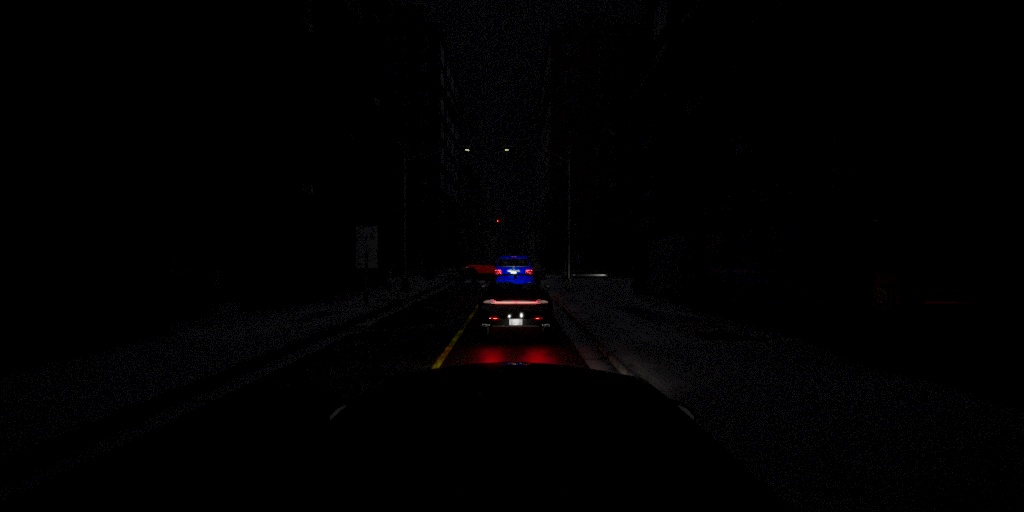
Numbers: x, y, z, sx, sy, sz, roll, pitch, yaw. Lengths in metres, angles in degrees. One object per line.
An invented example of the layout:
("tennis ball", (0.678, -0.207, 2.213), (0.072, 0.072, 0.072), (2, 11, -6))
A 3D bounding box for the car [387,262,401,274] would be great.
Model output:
("car", (-14.651, 1.289, 40.293), (4.313, 1.339, 1.948), (0, 0, 0))

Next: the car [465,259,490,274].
("car", (-2.191, 1.100, 34.757), (4.553, 1.767, 2.097), (0, 0, 0))

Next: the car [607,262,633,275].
("car", (12.166, 1.315, 37.648), (4.181, 1.385, 1.994), (0, 0, 0))

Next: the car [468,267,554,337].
("car", (0.100, 1.241, 10.318), (2.128, 1.511, 4.902), (0, 0, 0))

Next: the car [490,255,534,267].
("car", (0.107, 0.971, 20.630), (2.150, 2.045, 5.566), (0, 0, 1))
